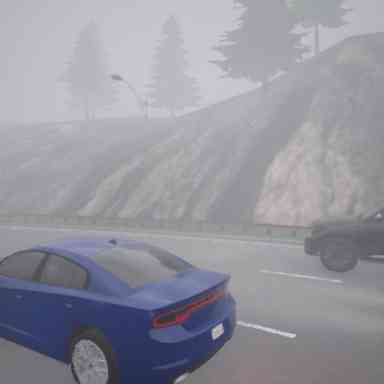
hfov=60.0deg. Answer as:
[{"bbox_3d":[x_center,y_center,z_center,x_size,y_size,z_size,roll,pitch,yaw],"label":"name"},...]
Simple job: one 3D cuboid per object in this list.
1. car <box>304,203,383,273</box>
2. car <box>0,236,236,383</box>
[{"bbox_3d":[5.809,1.081,8.466,5.566,2.045,2.150,0,0,35],"label":"car"},{"bbox_3d":[-1.807,1.427,5.098,5.008,1.535,1.882,0,0,32],"label":"car"}]
